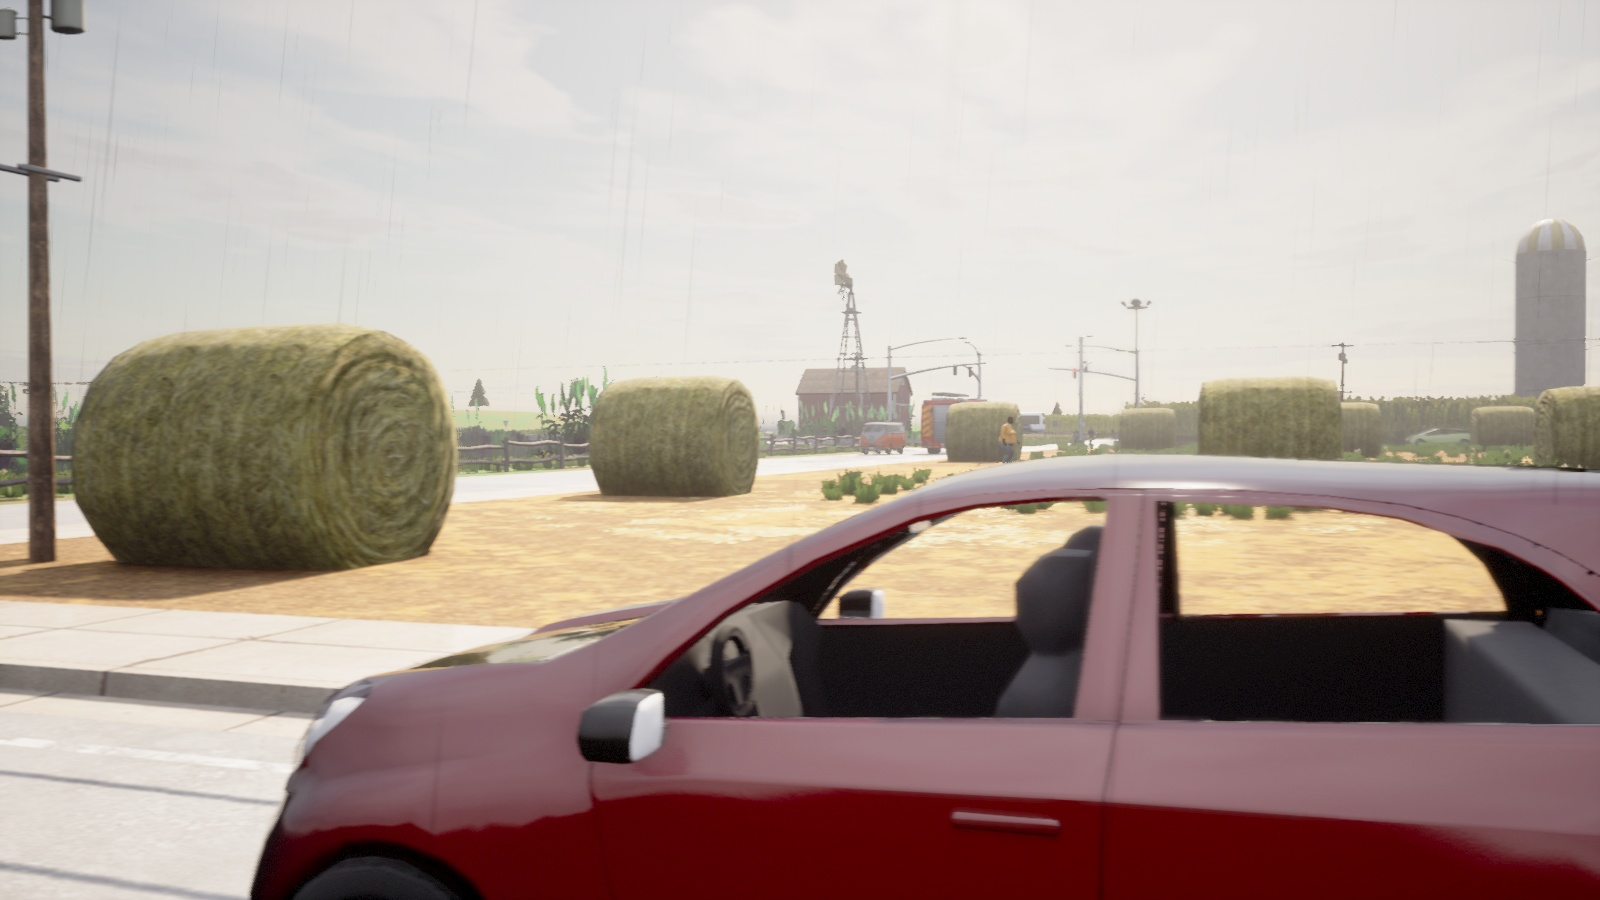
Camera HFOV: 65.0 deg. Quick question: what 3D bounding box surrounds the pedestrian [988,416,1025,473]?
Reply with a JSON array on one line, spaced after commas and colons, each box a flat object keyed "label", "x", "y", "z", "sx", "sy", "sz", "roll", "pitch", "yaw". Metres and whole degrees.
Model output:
[{"label": "pedestrian", "x": 6.842, "y": -0.200, "z": 41.581, "sx": 0.900, "sy": 1.855, "sz": 0.874, "roll": 1, "pitch": 1, "yaw": 35}]

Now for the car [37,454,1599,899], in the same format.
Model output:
[{"label": "car", "x": 0.326, "y": 0.792, "z": 3.084, "sx": 3.633, "sy": 1.501, "sz": 1.845, "roll": 1, "pitch": 1, "yaw": 19}]

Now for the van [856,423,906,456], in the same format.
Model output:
[{"label": "van", "x": 5.009, "y": -0.672, "z": 77.077, "sx": 1.775, "sy": 1.987, "sz": 4.442, "roll": 1, "pitch": 1, "yaw": 21}]

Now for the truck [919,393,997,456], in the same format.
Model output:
[{"label": "truck", "x": 10.289, "y": -1.630, "z": 80.914, "sx": 2.891, "sy": 3.827, "sz": 8.468, "roll": 1, "pitch": 1, "yaw": 22}]
